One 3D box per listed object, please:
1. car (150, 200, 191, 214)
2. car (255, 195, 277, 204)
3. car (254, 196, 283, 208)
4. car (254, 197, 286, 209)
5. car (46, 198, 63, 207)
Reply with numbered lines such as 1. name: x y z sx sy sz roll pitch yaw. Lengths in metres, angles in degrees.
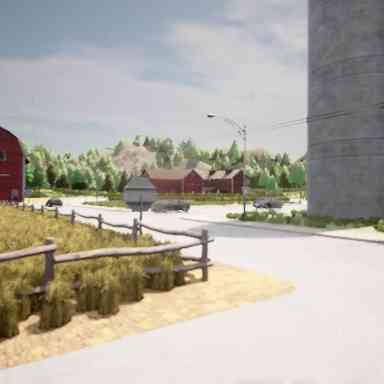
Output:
1. car: -2.409 1.614 37.655 4.902 1.511 2.128 0 0 -38
2. car: 16.089 1.653 72.925 1.932 1.855 4.605 0 0 -36
3. car: 10.945 1.717 47.618 4.902 1.511 2.128 0 0 -36
4. car: 12.589 1.737 53.954 2.242 1.667 4.611 0 0 -36
5. car: -21.676 1.604 52.503 1.812 1.442 4.674 0 0 -34
